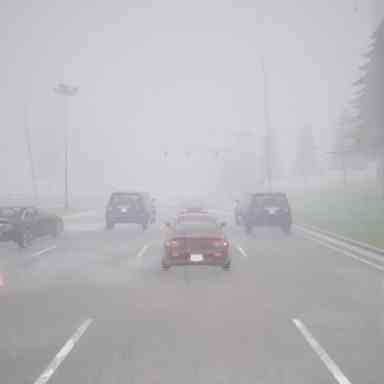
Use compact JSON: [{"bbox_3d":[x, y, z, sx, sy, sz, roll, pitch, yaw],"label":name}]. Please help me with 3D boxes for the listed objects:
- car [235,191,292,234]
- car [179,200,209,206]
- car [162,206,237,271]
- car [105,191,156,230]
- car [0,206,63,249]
[{"bbox_3d":[3.626,0.973,17.696,2.150,2.045,5.566,0,1,0],"label":"car"},{"bbox_3d":[0.132,1.222,21.704,1.812,1.442,4.674,0,1,0],"label":"car"},{"bbox_3d":[0.115,1.380,10.305,1.812,1.442,4.674,0,1,0],"label":"car"},{"bbox_3d":[-3.372,0.953,19.112,2.150,2.045,5.566,0,1,0],"label":"car"},{"bbox_3d":[-6.880,1.302,13.491,2.128,1.511,4.902,0,1,0],"label":"car"}]
